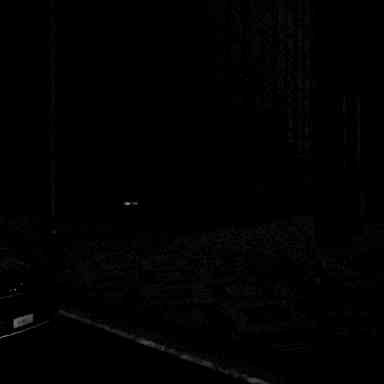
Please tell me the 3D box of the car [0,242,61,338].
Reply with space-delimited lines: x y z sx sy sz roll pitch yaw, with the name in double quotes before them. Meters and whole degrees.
"car" -4.115 1.558 5.897 4.403 1.369 2.008 0 0 36
